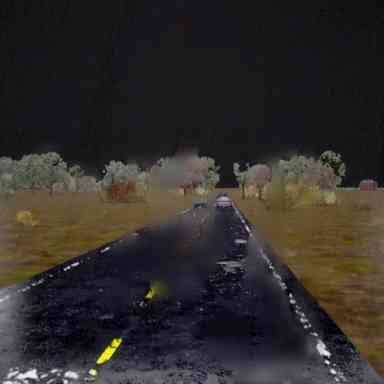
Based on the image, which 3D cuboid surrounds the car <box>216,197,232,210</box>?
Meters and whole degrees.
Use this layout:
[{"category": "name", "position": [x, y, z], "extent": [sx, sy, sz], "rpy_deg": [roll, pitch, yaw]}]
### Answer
[{"category": "car", "position": [4.113, 1.479, 42.264], "extent": [2.128, 1.511, 4.902], "rpy_deg": [0, 0, 6]}]

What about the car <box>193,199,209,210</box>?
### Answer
[{"category": "car", "position": [1.236, 1.588, 44.043], "extent": [1.895, 1.301, 4.718], "rpy_deg": [0, 0, 6]}]

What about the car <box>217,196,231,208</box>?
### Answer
[{"category": "car", "position": [4.799, 1.460, 49.568], "extent": [1.882, 1.535, 5.008], "rpy_deg": [0, 0, 6]}]
